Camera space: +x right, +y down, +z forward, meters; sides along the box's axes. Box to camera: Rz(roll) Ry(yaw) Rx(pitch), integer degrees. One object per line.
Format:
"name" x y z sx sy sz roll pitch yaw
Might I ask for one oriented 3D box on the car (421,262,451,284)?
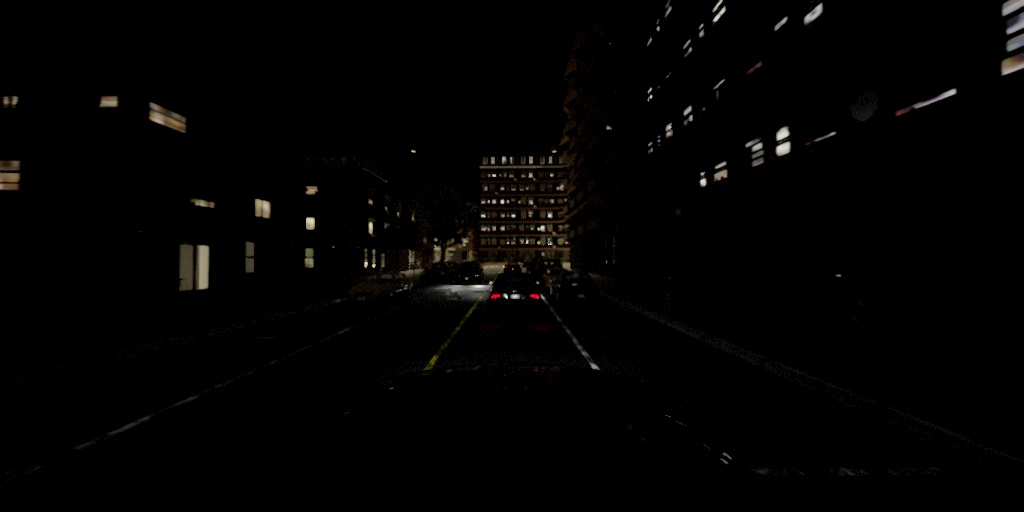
"car" -5.665 1.233 27.419 1.967 1.591 4.097 0 0 0

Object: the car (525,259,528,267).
"car" 2.677 1.392 44.540 1.948 1.339 4.313 0 0 0

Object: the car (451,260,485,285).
"car" -3.105 1.297 26.940 1.837 1.490 4.892 0 0 0

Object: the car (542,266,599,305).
"car" 2.687 1.324 16.107 2.007 1.370 4.403 0 0 0

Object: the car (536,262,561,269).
"car" 2.685 1.309 21.964 1.751 1.417 4.829 0 0 0

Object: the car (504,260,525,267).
"car" 0.088 1.383 40.905 1.994 1.385 4.181 0 0 0

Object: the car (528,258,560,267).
"car" 2.683 1.108 27.481 2.192 1.841 5.009 0 0 0

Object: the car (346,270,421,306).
"car" -5.661 1.299 15.876 1.751 1.417 4.829 0 0 0

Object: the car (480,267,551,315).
"car" 0.097 1.317 13.685 2.033 1.411 5.357 0 0 0
